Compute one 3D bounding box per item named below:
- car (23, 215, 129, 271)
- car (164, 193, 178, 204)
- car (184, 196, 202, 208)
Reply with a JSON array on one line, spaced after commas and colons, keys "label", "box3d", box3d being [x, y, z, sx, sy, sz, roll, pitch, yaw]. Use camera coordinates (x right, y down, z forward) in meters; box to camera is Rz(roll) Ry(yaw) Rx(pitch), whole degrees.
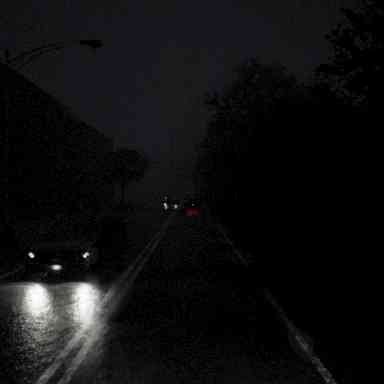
[{"label": "car", "box3d": [-3.352, 1.469, 10.893, 2.033, 1.411, 5.357, 0, 0, 0]}, {"label": "car", "box3d": [-3.317, 0.987, 53.643, 2.097, 1.767, 4.553, 0, 0, 0]}, {"label": "car", "box3d": [0.095, 1.209, 40.936, 1.837, 1.490, 4.892, 0, 1, 0]}]
